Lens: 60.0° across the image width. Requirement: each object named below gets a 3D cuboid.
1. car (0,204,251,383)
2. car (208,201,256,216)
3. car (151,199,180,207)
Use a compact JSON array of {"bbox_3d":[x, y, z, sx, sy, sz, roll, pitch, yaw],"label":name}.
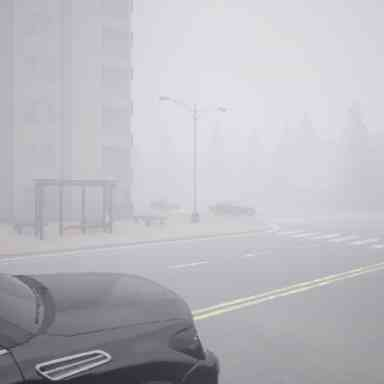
[{"bbox_3d":[-2.424,1.222,2.021,5.566,2.045,2.150,0,0,-35],"label":"car"},{"bbox_3d":[3.673,1.545,30.884,1.895,1.301,4.718,0,0,-36],"label":"car"},{"bbox_3d":[-3.257,1.508,40.026,1.994,1.385,4.181,0,0,-40],"label":"car"}]
